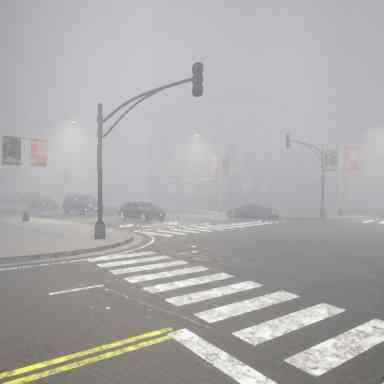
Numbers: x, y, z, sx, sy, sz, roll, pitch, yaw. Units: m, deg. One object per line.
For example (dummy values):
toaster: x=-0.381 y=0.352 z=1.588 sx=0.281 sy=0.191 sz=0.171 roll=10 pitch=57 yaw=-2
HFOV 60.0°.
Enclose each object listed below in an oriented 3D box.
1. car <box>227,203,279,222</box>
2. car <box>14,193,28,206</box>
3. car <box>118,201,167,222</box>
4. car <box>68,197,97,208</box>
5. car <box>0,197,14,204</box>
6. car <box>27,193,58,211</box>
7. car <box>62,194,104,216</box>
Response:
car: x=4.871 y=1.566 z=26.940 sx=4.181 sy=1.385 sz=1.994 roll=0 pitch=0 yaw=43
car: x=-26.039 y=1.200 z=53.402 sx=5.566 sy=2.045 sz=2.150 roll=0 pitch=0 yaw=45
car: x=-4.013 y=1.495 z=26.412 sx=1.837 sy=1.490 sz=4.892 roll=0 pitch=0 yaw=-44
car: x=-15.801 y=1.467 z=47.729 sx=1.882 sy=1.535 sz=5.008 roll=0 pitch=0 yaw=-45
car: x=-33.616 y=1.533 z=61.001 sx=1.994 sy=1.385 sz=4.181 roll=0 pitch=0 yaw=-45
car: x=-18.109 y=1.334 z=40.569 sx=2.097 sy=1.767 sz=4.553 roll=0 pitch=0 yaw=-45
car: x=-11.021 y=1.208 z=33.446 sx=2.150 sy=2.045 sz=5.566 roll=0 pitch=0 yaw=-45
